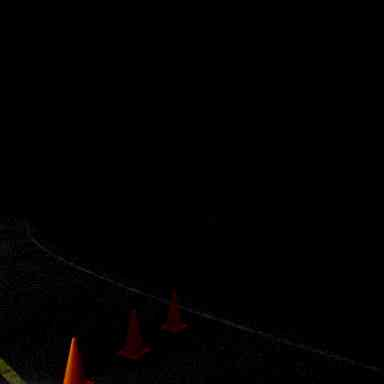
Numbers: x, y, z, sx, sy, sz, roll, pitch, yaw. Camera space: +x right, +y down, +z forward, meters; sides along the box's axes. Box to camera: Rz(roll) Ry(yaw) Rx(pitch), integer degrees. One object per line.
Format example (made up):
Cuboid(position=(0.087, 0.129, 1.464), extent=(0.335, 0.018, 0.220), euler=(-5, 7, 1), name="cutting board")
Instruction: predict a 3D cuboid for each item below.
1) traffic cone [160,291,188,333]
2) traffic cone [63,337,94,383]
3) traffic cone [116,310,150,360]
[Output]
Cuboid(position=(-0.293, 1.932, 5.477), extent=(0.340, 0.580, 0.340), euler=(1, 1, 31), name="traffic cone")
Cuboid(position=(-1.330, 1.945, 3.775), extent=(0.340, 0.580, 0.340), euler=(1, 1, 31), name="traffic cone")
Cuboid(position=(-0.812, 1.938, 4.626), extent=(0.340, 0.580, 0.340), euler=(1, 1, 31), name="traffic cone")
